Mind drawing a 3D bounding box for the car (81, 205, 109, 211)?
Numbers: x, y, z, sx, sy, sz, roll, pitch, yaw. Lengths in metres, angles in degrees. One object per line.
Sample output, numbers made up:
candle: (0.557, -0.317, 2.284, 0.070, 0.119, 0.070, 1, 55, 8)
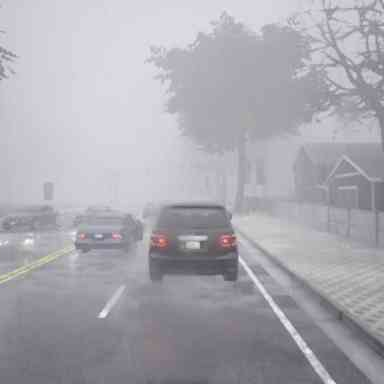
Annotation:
car: (-6.619, 1.611, 22.846, 1.895, 1.301, 4.718, 0, 0, 0)

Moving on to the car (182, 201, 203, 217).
car: (0.068, 1.616, 32.140, 1.895, 1.301, 4.718, 0, 0, 0)

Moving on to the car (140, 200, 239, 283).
car: (0.064, 1.228, 9.867, 2.150, 2.045, 5.566, 0, 0, 1)

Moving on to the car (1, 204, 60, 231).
car: (-9.866, 1.516, 20.753, 1.837, 1.490, 4.892, 0, 0, 0)

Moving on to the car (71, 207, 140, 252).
car: (-3.171, 1.553, 13.818, 2.033, 1.411, 5.357, 0, 0, 0)

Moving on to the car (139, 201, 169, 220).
car: (-3.183, 1.561, 29.283, 2.033, 1.411, 5.357, 0, 0, 0)
